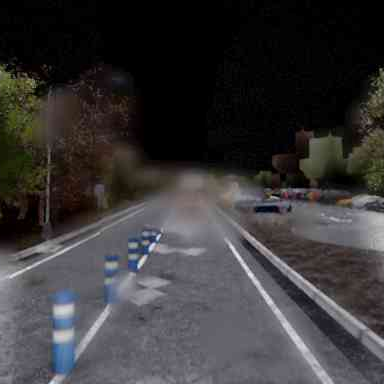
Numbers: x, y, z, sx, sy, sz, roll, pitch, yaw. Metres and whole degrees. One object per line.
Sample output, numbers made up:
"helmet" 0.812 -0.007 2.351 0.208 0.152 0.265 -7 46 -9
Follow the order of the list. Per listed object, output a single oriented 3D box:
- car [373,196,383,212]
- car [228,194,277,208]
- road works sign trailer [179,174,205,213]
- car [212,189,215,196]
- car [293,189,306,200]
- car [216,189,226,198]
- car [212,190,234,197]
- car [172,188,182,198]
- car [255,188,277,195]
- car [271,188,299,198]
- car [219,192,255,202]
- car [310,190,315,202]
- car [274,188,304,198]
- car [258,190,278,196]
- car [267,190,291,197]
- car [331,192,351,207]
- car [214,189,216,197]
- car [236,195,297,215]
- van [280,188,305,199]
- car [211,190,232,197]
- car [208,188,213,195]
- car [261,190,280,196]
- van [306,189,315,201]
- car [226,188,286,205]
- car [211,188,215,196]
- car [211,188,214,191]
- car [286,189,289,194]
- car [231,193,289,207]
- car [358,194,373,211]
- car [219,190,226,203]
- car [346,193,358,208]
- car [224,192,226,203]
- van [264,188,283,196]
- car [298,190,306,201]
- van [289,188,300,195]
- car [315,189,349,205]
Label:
"car" 19.893 1.123 30.804 4.553 1.767 2.185 0 1 0
"car" 7.031 1.061 39.109 5.366 1.575 1.946 0 1 0
"road works sign trailer" 0.004 0.077 32.187 2.380 3.560 2.880 1 1 0
"car" 7.032 0.556 66.857 4.792 1.488 2.163 0 1 0
"car" 20.083 0.721 55.600 4.792 1.488 2.163 0 1 0
"car" 6.748 0.802 50.334 5.366 1.575 1.946 0 1 0
"car" 7.154 0.366 77.959 4.892 1.521 2.231 0 1 0
"car" -3.159 0.172 72.392 2.150 2.045 5.566 0 1 0
"car" 20.307 -0.094 91.726 5.566 2.045 2.435 0 1 0
"car" 20.155 0.190 72.211 5.566 2.045 2.435 0 1 0
"car" 7.139 0.746 52.984 5.366 1.575 1.946 0 1 0
"car" 19.961 0.894 47.298 4.792 1.488 2.163 0 1 0
"car" 20.134 0.230 69.441 5.566 2.045 2.435 0 1 0
"car" 20.307 0.199 88.835 5.008 1.535 2.097 0 1 0
"car" 20.221 0.360 77.755 5.008 1.535 2.097 0 1 0
"car" 19.740 1.055 38.992 5.366 1.575 1.946 0 1 0
"car" 7.048 0.637 61.304 4.792 1.488 2.163 0 1 0
"car" 6.752 1.287 30.786 4.792 1.488 2.163 0 1 0
"van" 20.023 0.296 66.673 4.442 1.987 1.878 0 1 0
"car" 7.163 0.326 80.735 4.892 1.521 2.231 0 1 0
"car" 6.941 0.403 75.185 5.366 1.575 1.946 0 1 0
"car" 20.289 0.280 86.064 4.674 1.452 2.002 0 1 0
"van" 20.129 0.574 50.184 4.442 1.987 1.878 0 1 0
"car" 6.853 0.877 36.329 5.566 2.045 2.435 0 1 0
"car" 7.054 0.516 69.632 4.792 1.488 2.163 0 1 0
"car" 7.076 0.476 72.408 4.792 1.488 2.163 0 1 0
"car" 20.102 0.602 61.136 5.008 1.535 2.097 0 1 0
"car" 6.808 1.193 33.560 5.008 1.535 2.097 0 1 0
"car" 19.853 1.216 33.453 4.792 1.488 2.163 0 1 0
"car" 6.704 0.932 44.663 5.366 1.575 1.946 0 1 0
"car" 19.901 1.163 36.222 4.674 1.452 2.002 0 1 0
"car" 6.874 1.000 41.887 4.892 1.521 2.231 0 1 0
"van" 20.387 0.052 83.416 4.442 1.987 1.878 0 1 0
"car" 20.063 0.771 52.961 4.792 1.488 2.163 0 1 0
"van" 19.967 0.420 58.348 4.442 1.987 1.878 0 1 0
"car" 19.997 0.678 44.522 5.566 2.045 2.435 0 1 0
